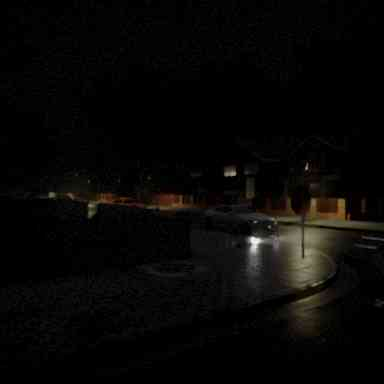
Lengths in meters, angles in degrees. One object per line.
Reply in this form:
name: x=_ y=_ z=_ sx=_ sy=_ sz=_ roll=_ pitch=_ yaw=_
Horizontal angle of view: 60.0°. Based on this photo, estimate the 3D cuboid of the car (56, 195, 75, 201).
car: x=-17.845 y=1.191 z=46.607 sx=1.812 sy=1.442 sz=4.674 roll=-1 pitch=0 yaw=-35

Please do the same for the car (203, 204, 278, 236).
car: x=2.385 y=1.356 z=17.628 sx=1.812 sy=1.442 sz=4.674 roll=0 pitch=1 yaw=-33

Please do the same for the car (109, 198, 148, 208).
car: x=-5.616 y=1.243 z=29.069 sx=1.882 sy=1.535 sz=5.008 roll=-1 pitch=1 yaw=-35
